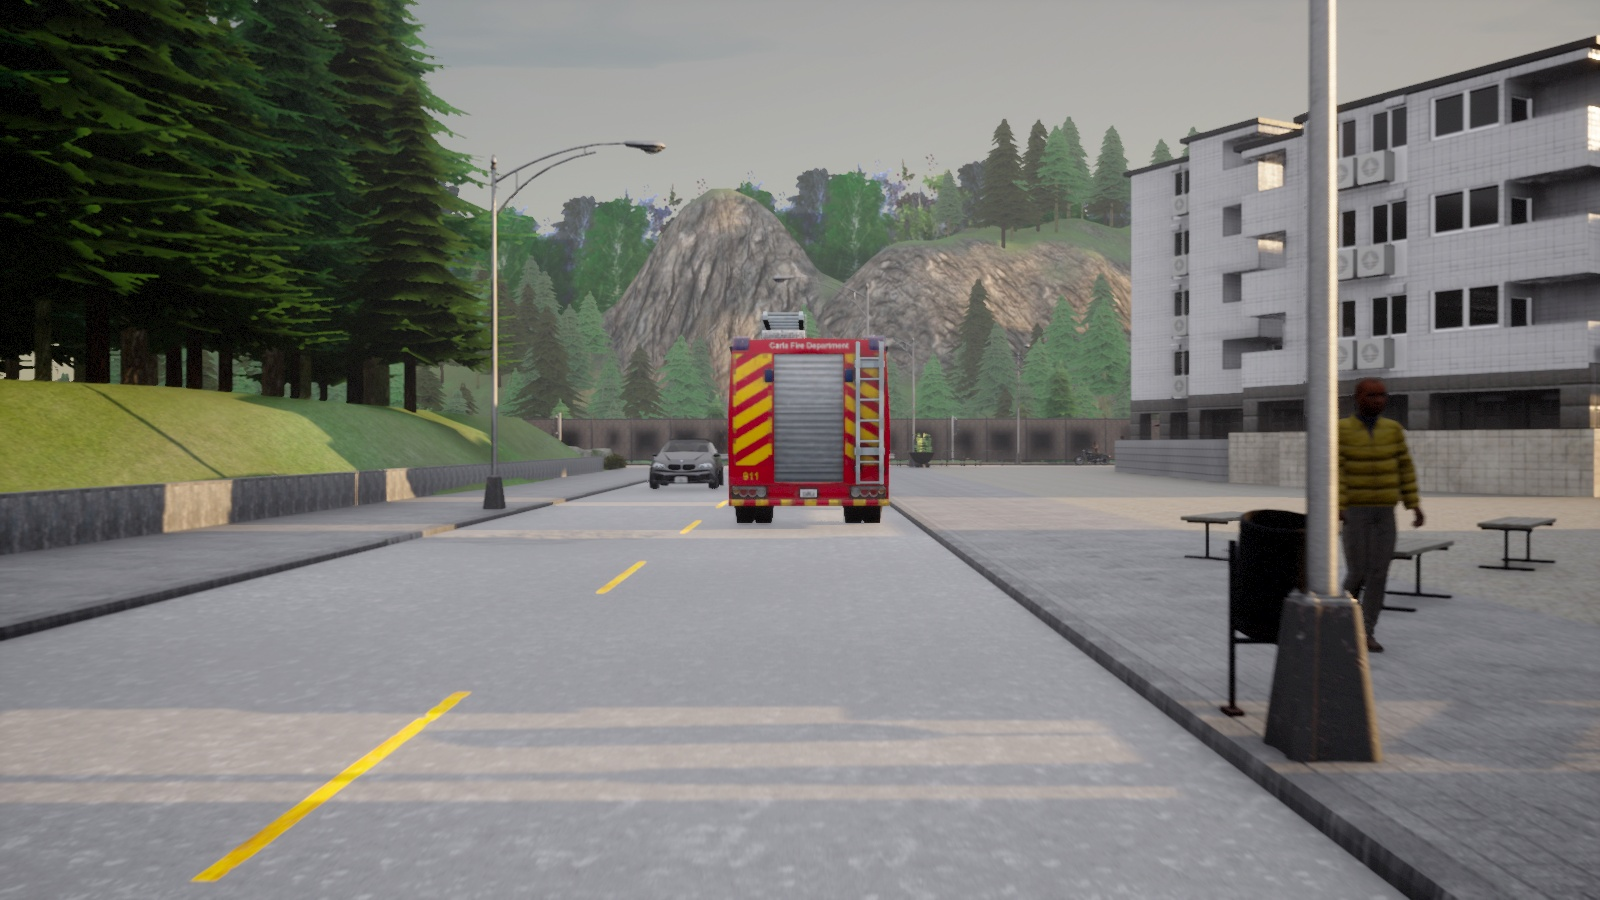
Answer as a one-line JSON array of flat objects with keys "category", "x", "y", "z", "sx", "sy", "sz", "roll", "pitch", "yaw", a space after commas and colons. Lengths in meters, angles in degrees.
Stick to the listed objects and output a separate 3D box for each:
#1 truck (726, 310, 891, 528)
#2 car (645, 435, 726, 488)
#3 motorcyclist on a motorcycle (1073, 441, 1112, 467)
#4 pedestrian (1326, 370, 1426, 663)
[{"category": "truck", "x": 0.168, "y": -0.566, "z": 26.251, "sx": 2.891, "sy": 3.827, "sz": 8.468, "roll": 0, "pitch": 0, "yaw": 0}, {"category": "car", "x": -3.743, "y": 0.352, "z": 41.766, "sx": 2.242, "sy": 1.667, "sz": 4.611, "roll": 0, "pitch": 0, "yaw": 0}, {"category": "motorcyclist on a motorcycle", "x": 18.990, "y": 0.252, "z": 81.576, "sx": 2.350, "sy": 1.649, "sz": 0.766, "roll": 0, "pitch": 0, "yaw": 0}, {"category": "pedestrian", "x": 3.765, "y": 0.413, "z": 8.248, "sx": 0.370, "sy": 1.835, "sz": 0.726, "roll": 0, "pitch": 0, "yaw": 5}]
